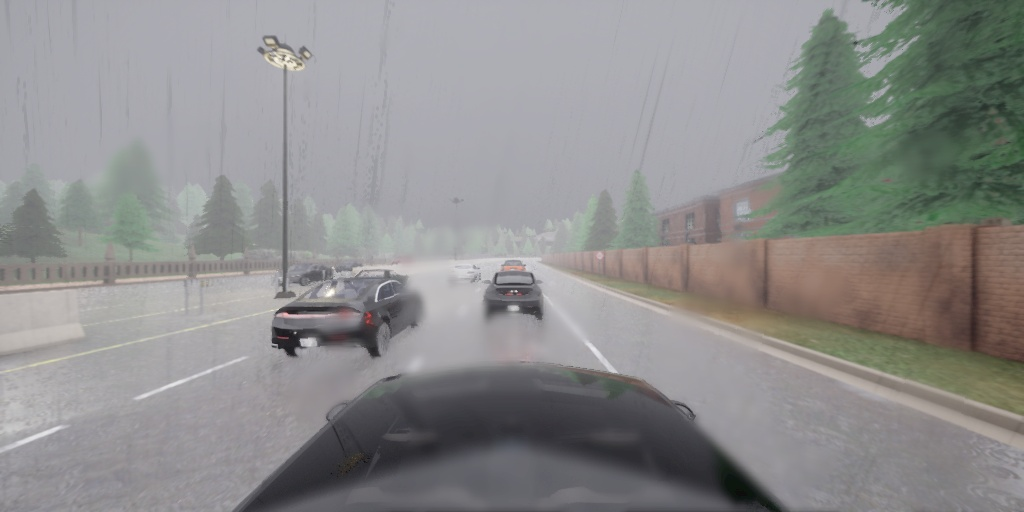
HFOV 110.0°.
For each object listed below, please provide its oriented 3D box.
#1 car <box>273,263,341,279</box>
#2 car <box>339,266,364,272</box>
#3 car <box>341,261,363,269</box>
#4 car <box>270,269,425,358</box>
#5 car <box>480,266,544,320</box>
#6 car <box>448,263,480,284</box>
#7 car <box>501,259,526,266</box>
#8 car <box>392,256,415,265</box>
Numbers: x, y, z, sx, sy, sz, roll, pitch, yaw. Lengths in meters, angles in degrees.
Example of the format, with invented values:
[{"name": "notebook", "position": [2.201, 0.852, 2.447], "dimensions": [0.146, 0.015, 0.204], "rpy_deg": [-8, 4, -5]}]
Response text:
[{"name": "car", "position": [-14.148, 1.244, 24.548], "dimensions": [2.128, 1.511, 4.902], "rpy_deg": [0, 0, 1]}, {"name": "car", "position": [-6.981, 1.352, 19.061], "dimensions": [1.895, 1.301, 4.718], "rpy_deg": [0, 0, 0]}, {"name": "car", "position": [-20.675, 1.318, 45.843], "dimensions": [1.994, 1.385, 4.181], "rpy_deg": [0, 0, 2]}, {"name": "car", "position": [-3.416, 1.242, 8.456], "dimensions": [2.128, 1.511, 4.902], "rpy_deg": [0, 0, 0]}, {"name": "car", "position": [0.056, 1.256, 12.559], "dimensions": [1.837, 1.490, 4.892], "rpy_deg": [0, 0, 0]}, {"name": "car", "position": [-3.430, 1.277, 26.934], "dimensions": [1.812, 1.442, 4.674], "rpy_deg": [0, 0, 1]}, {"name": "car", "position": [0.148, 1.104, 30.575], "dimensions": [2.097, 1.767, 4.553], "rpy_deg": [0, 0, 1]}, {"name": "car", "position": [-16.890, 0.975, 56.170], "dimensions": [2.150, 2.045, 5.566], "rpy_deg": [0, 0, 2]}]
